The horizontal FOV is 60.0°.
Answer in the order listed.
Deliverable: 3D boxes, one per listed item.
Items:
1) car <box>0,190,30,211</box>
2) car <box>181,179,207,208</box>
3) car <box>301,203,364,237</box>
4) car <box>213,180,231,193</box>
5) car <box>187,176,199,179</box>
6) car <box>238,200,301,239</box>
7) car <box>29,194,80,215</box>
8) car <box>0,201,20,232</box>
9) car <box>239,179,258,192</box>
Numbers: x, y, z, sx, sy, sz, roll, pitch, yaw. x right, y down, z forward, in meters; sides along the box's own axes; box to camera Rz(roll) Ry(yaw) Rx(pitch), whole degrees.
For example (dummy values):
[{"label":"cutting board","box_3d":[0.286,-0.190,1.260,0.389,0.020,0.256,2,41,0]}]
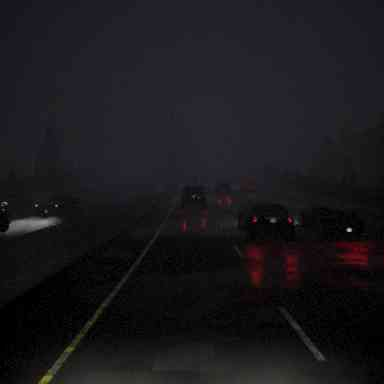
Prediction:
[{"label":"car","box_3d":[-14.042,0.735,25.509,2.097,1.767,4.553,0,4,1]},{"label":"car","box_3d":[0.150,0.214,30.118,2.150,2.045,5.566,0,5,0]},{"label":"car","box_3d":[7.099,1.355,17.408,1.837,1.490,4.892,0,2,0]},{"label":"car","box_3d":[3.705,-0.762,41.165,2.128,1.511,4.902,0,7,0]},{"label":"car","box_3d":[0.135,-1.395,45.155,2.097,1.767,4.553,0,7,1]},{"label":"car","box_3d":[3.598,1.218,16.865,2.097,1.767,4.553,0,2,0]},{"label":"car","box_3d":[-10.527,0.924,26.286,1.895,1.301,4.718,0,4,1]},{"label":"car","box_3d":[-10.571,1.415,16.023,1.812,1.442,4.674,0,2,0]},{"label":"car","box_3d":[7.213,-0.963,42.653,1.882,1.535,5.008,0,7,0]}]
